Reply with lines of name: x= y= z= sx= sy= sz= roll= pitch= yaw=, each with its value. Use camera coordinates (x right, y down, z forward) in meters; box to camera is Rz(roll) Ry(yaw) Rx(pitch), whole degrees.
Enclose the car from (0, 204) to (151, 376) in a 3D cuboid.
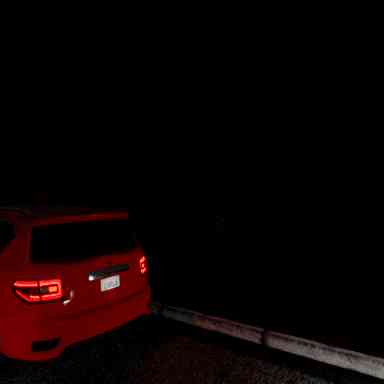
car: x=-3.215 y=1.229 z=5.670 sx=5.566 sy=2.045 sz=2.150 roll=0 pitch=0 yaw=35
